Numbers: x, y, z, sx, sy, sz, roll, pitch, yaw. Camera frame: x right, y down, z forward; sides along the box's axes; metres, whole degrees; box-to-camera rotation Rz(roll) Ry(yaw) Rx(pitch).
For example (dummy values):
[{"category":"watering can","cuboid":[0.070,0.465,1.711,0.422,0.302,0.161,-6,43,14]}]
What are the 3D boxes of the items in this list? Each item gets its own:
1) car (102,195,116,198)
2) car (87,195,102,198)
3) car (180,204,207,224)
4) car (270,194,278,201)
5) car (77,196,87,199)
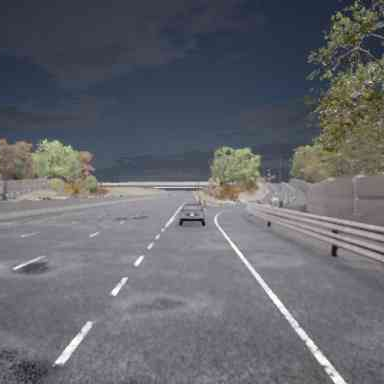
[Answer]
[{"category":"car","cuboid":[-20.973,1.701,85.214,1.837,1.490,4.892,0,0,0]},{"category":"car","cuboid":[-24.473,1.556,85.245,2.097,1.767,4.553,0,0,0]},{"category":"car","cuboid":[0.097,1.601,24.955,2.033,1.411,5.357,0,0,2]},{"category":"car","cuboid":[22.867,2.105,92.168,1.895,1.301,4.718,0,3,21]},{"category":"car","cuboid":[-27.973,1.702,85.216,1.837,1.490,4.892,0,0,0]}]
